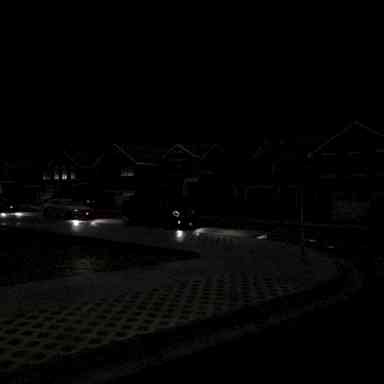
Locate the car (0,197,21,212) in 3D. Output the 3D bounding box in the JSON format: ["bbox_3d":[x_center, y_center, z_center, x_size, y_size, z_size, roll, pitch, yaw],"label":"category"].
[{"bbox_3d":[-17.483,1.131,30.318,4.181,1.385,1.994,1,1,34],"label":"car"}]

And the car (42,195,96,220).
[{"bbox_3d":[-9.282,1.216,24.665,4.674,1.442,1.812,1,1,35],"label":"car"}]

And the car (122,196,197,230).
[{"bbox_3d":[-1.931,1.151,19.603,4.553,1.767,2.097,1,1,35],"label":"car"}]

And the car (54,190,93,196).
[{"bbox_3d":[-10.920,0.854,29.377,5.566,2.045,2.150,1,1,35],"label":"car"}]
